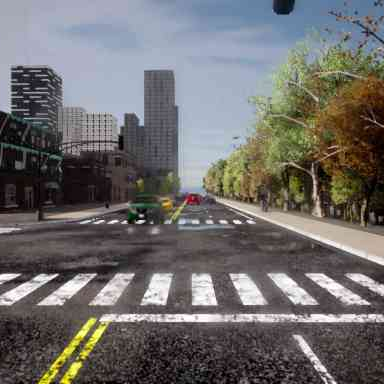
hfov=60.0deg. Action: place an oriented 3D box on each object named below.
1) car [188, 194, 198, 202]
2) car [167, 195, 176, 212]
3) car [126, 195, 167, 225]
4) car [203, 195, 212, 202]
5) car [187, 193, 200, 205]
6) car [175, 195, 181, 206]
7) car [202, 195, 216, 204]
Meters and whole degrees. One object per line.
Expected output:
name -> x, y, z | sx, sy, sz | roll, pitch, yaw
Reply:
car -> 0.149, 1.325, 72.789 | 2.097, 1.767, 4.553 | 0, 0, 0
car -> -3.272, 1.465, 38.664 | 1.882, 1.535, 5.008 | 0, 0, 1
car -> -3.301, 1.217, 24.457 | 2.150, 2.045, 5.566 | 0, 0, 0
car -> 3.388, 1.471, 73.092 | 1.837, 1.490, 4.892 | 0, 0, 0
car -> 0.209, 1.201, 59.579 | 2.150, 2.045, 5.566 | 0, 0, 1
car -> -3.243, 1.529, 51.548 | 2.033, 1.411, 5.357 | 0, 0, 0
car -> 3.470, 1.540, 63.136 | 1.994, 1.385, 4.181 | 0, 0, 0
